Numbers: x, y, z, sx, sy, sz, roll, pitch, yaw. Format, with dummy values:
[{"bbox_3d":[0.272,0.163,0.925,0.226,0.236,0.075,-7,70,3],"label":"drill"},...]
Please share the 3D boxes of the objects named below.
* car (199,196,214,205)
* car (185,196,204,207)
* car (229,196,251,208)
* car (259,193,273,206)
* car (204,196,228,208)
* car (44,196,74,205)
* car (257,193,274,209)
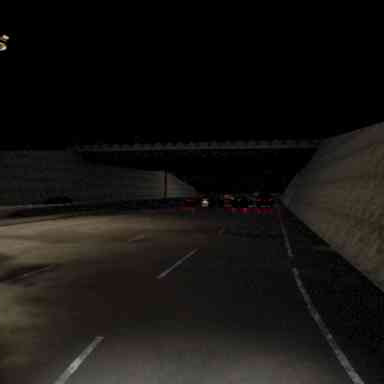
[{"bbox_3d":[2.710,1.486,60.252,1.837,1.490,4.892,0,0,14],"label":"car"},{"bbox_3d":[0.240,1.464,50.130,2.128,1.511,4.902,0,0,14],"label":"car"},{"bbox_3d":[7.125,1.368,48.814,2.097,1.767,4.553,0,0,14],"label":"car"},{"bbox_3d":[12.919,1.268,57.792,2.150,2.045,5.566,0,0,14],"label":"car"},{"bbox_3d":[3.640,1.541,49.300,2.033,1.411,5.357,0,0,14],"label":"car"},{"bbox_3d":[-20.827,1.387,52.489,2.033,1.411,5.357,0,0,14],"label":"car"},{"bbox_3d":[10.449,1.259,47.670,2.150,2.045,5.566,0,0,14],"label":"car"}]
